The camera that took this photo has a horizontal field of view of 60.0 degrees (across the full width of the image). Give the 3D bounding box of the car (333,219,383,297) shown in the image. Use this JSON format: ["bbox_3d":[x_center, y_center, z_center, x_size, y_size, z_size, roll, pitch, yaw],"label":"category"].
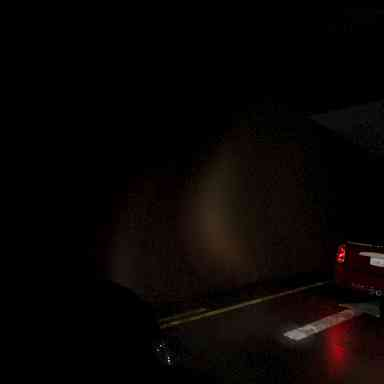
[{"bbox_3d":[5.270,1.352,7.540,4.553,1.767,2.097,0,0,-35],"label":"car"}]

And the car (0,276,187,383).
[{"bbox_3d":[-2.705,1.221,1.856,5.566,2.045,2.150,0,0,-35],"label":"car"}]
